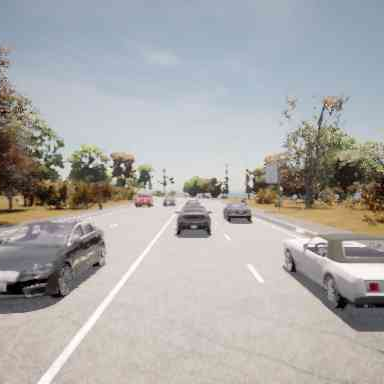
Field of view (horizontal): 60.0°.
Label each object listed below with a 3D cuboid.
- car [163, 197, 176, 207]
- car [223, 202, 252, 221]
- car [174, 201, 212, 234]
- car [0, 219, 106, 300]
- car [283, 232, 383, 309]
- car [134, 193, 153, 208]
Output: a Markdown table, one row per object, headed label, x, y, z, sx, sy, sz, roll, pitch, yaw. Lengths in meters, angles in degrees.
| label | x | y | z | sx | sy | sz | roll | pitch | yaw |
| --- | --- | --- | --- | --- | --- | --- | --- | --- | --- |
| car | -3.540 | 1.502 | 52.336 | 2.128 | 1.511 | 4.902 | 0 | 0 | 0 |
| car | 3.612 | 1.552 | 26.990 | 2.033 | 1.411 | 5.357 | 0 | 0 | 0 |
| car | 0.107 | 1.508 | 19.185 | 1.837 | 1.490 | 4.892 | 0 | 0 | 0 |
| car | -3.596 | 1.494 | 8.592 | 2.128 | 1.511 | 4.902 | 0 | 0 | 0 |
| car | 3.604 | 1.602 | 7.796 | 1.895 | 1.301 | 4.718 | 0 | 0 | 0 |
| car | -7.058 | 1.231 | 49.348 | 2.150 | 2.045 | 5.566 | 0 | 0 | 0 |
